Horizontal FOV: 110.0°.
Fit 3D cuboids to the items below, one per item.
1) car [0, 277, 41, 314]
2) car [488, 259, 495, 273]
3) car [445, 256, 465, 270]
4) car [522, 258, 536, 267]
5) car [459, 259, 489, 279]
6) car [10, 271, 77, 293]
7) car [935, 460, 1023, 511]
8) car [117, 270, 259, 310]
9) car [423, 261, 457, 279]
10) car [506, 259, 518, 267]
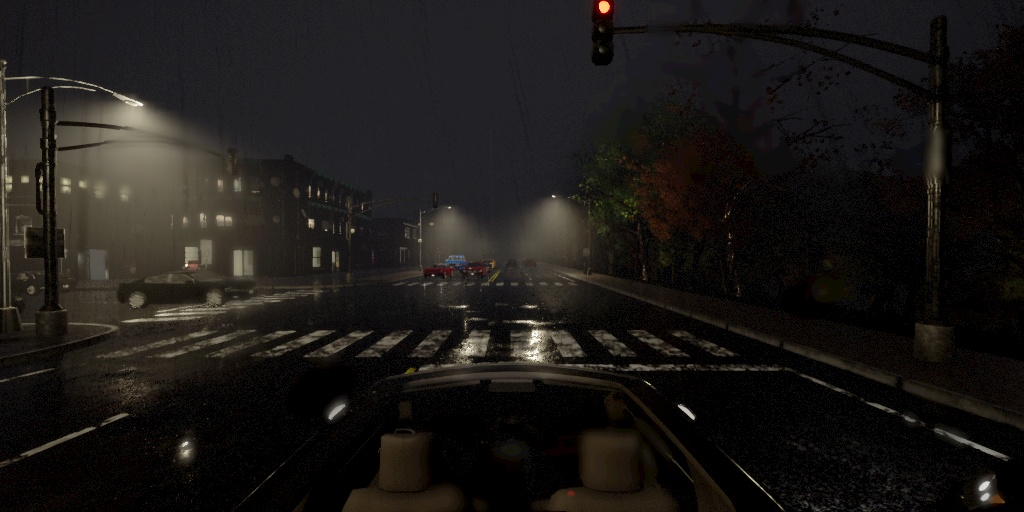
[{"bbox_3d":[-19.971,1.565,12.521,4.313,1.339,1.948,0,0,0],"label":"car"},{"bbox_3d":[-3.424,1.240,43.154,1.837,1.490,4.892,0,0,0],"label":"car"},{"bbox_3d":[-6.677,0.957,42.771,2.150,2.045,5.566,0,0,0],"label":"car"},{"bbox_3d":[3.213,1.204,63.215,1.882,1.535,5.008,0,0,0],"label":"car"},{"bbox_3d":[-3.411,1.266,33.087,1.812,1.442,4.674,0,0,0],"label":"car"},{"bbox_3d":[-28.323,1.560,21.015,4.403,1.370,2.007,0,0,0],"label":"car"},{"bbox_3d":[3.356,1.314,0.208,1.994,1.385,4.181,0,0,0],"label":"car"},{"bbox_3d":[-13.746,1.364,15.418,5.008,1.535,1.882,-1,1,-2],"label":"car"},{"bbox_3d":[-6.661,1.341,32.866,1.895,1.301,4.718,0,0,2],"label":"car"},{"bbox_3d":[-0.037,1.231,63.189,1.837,1.490,4.892,0,0,0],"label":"car"}]
